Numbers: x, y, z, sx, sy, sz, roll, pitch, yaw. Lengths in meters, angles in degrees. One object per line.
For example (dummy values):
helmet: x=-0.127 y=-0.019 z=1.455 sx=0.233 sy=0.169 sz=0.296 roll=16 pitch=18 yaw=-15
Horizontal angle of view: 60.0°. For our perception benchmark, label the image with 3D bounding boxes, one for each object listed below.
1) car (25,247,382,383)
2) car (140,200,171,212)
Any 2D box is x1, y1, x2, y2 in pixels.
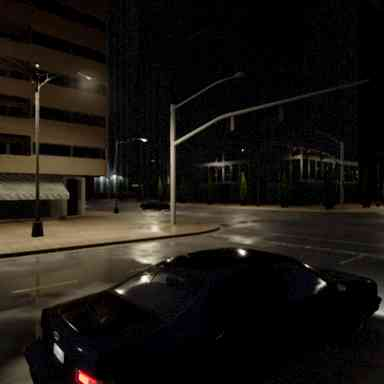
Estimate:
car: x=0.695 y=1.544 z=4.703 sx=5.357 sy=1.411 sz=2.033 roll=0 pitch=0 yaw=-39
car: x=-4.048 y=1.632 z=38.991 sx=1.895 sy=1.301 sz=4.718 roll=0 pitch=0 yaw=-42
